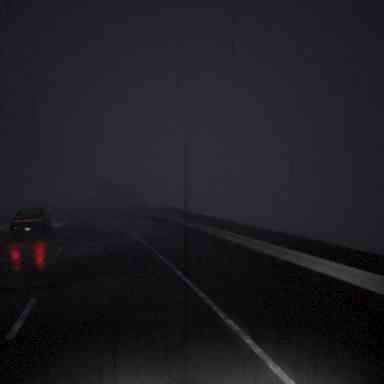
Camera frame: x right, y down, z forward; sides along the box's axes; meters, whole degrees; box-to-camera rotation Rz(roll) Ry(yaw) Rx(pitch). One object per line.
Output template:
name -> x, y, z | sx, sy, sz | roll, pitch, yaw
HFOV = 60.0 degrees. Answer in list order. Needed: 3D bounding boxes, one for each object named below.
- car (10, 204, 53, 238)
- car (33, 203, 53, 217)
car -> -9.188, 1.693, 19.226 | 2.128, 1.511, 4.902 | -1, 0, -20
car -> -16.541, 1.961, 36.792 | 1.895, 1.301, 4.718 | -2, 0, -25
